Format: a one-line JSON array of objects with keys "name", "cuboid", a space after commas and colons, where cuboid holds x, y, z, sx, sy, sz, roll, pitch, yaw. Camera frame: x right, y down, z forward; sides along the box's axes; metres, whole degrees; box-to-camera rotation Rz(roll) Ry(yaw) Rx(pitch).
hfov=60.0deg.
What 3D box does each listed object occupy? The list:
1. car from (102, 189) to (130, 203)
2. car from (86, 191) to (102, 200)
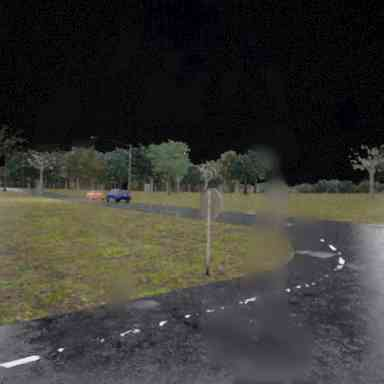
[{"name": "car", "cuboid": [-11.407, 0.575, 51.105, 2.150, 2.045, 5.566, 2, 0, -35]}, {"name": "car", "cuboid": [-17.401, 0.505, 59.553, 2.097, 1.767, 4.553, 2, 0, -35]}]
